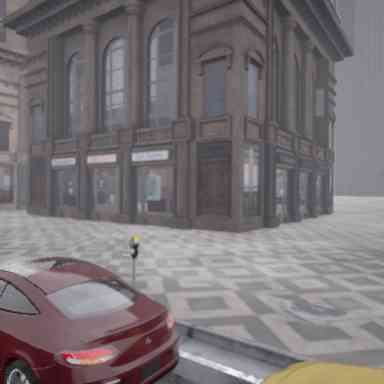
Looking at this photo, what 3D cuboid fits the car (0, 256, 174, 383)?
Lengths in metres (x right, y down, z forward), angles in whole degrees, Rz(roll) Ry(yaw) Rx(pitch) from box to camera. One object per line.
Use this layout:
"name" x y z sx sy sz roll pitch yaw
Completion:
"car" -2.088 1.549 4.445 4.206 1.307 1.802 1 1 35

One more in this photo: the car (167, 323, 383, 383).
"car" 2.337 1.535 1.294 4.829 1.417 1.752 1 1 35
